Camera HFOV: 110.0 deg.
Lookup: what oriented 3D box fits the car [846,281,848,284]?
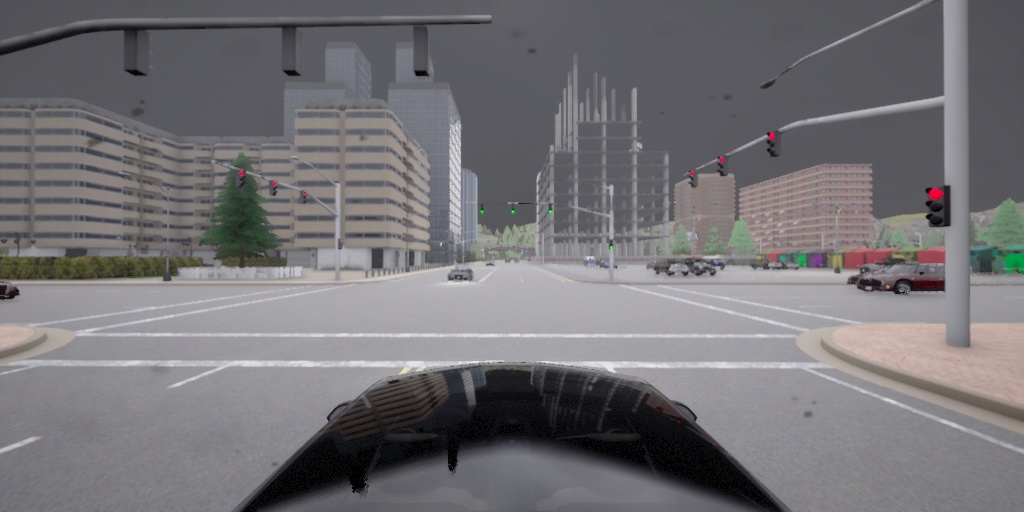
[{"bbox_3d":[25.143,1.417,23.277,5.357,1.411,2.033,0,0,1],"label":"car"}]

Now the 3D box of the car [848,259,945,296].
[{"bbox_3d":[22.019,1.202,19.834,4.553,1.767,2.097,0,0,1],"label":"car"}]

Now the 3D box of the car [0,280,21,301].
[{"bbox_3d":[-24.912,1.392,15.907,4.181,1.385,1.994,0,0,0],"label":"car"}]

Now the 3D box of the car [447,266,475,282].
[{"bbox_3d":[-4.368,1.539,31.230,1.994,1.385,4.181,0,0,-1],"label":"car"}]
